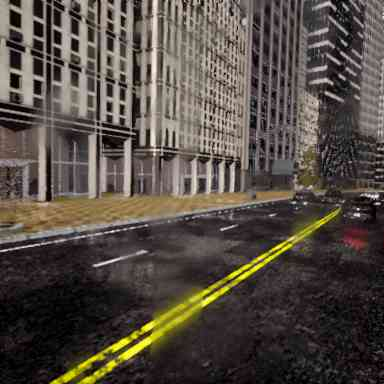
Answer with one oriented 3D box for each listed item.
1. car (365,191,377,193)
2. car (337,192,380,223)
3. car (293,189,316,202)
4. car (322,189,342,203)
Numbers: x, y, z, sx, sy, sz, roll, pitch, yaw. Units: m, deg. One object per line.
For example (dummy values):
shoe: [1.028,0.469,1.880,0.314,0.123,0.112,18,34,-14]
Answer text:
car: [23.704,0.556,44.112,1.895,1.301,4.718,3,3,29]
car: [10.389,0.985,20.593,1.837,1.490,4.892,3,3,29]
car: [13.294,0.385,39.251,1.994,1.385,4.181,3,3,30]
car: [15.709,0.493,36.932,1.837,1.490,4.892,3,3,30]
